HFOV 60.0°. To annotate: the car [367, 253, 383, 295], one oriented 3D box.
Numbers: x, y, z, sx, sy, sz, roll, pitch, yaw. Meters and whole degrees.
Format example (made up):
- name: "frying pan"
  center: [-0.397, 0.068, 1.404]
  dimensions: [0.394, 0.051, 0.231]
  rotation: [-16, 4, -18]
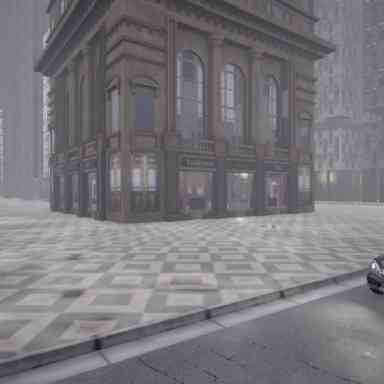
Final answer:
- name: "car"
  center: [5.873, 1.525, 7.569]
  dimensions: [4.674, 1.442, 1.812]
  rotation: [0, 0, -36]
